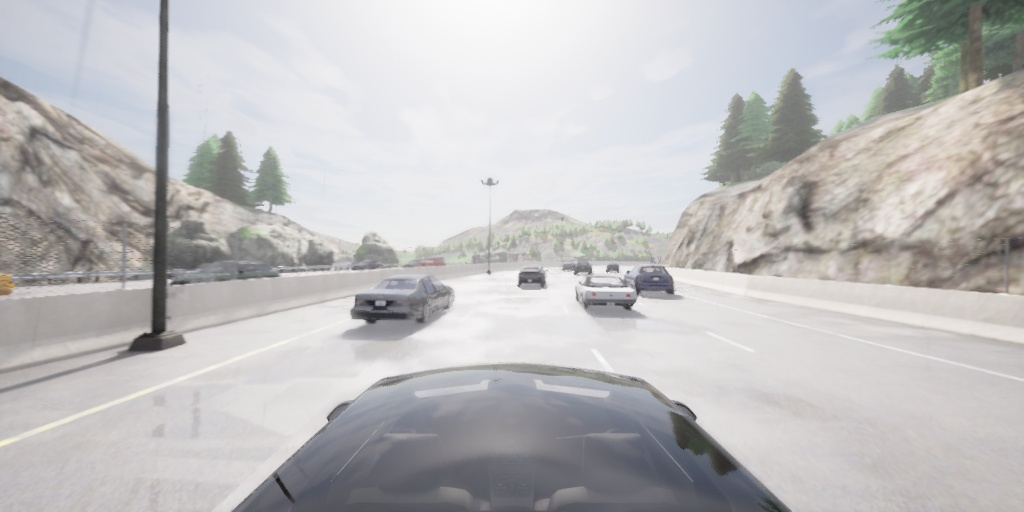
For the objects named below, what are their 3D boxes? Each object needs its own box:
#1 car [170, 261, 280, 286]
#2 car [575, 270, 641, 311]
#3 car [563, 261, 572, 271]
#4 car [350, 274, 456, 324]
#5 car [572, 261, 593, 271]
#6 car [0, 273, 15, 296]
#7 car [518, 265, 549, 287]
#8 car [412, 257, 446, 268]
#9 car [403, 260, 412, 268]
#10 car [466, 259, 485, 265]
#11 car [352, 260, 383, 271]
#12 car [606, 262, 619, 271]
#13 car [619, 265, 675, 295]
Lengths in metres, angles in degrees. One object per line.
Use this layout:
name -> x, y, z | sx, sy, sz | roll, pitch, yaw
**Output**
car -> -13.449, 1.023, 17.155 | 2.097, 1.767, 4.553 | 1, 0, 5
car -> 3.791, 1.465, 15.292 | 1.895, 1.301, 4.718 | 1, 0, 5
car -> 9.758, 1.655, 59.672 | 2.128, 1.511, 4.902 | 0, 0, 20
car -> -3.319, 1.312, 11.994 | 2.033, 1.411, 5.357 | 1, 0, 4
car -> 9.349, 1.442, 46.450 | 2.097, 1.767, 4.553 | 1, 0, 16
car -> -20.798, 1.037, 12.078 | 1.882, 1.535, 5.008 | 1, 0, 3
car -> 1.586, 1.401, 26.322 | 1.837, 1.490, 4.892 | -1, 0, 9
car -> -11.297, 1.090, 50.641 | 2.150, 2.045, 5.566 | 1, 0, 15
car -> -14.179, 1.202, 53.354 | 2.097, 1.767, 4.553 | 1, 0, 16
car -> -5.767, 1.175, 57.261 | 1.994, 1.385, 4.181 | 1, 0, 17
car -> -19.186, 1.266, 47.926 | 1.837, 1.490, 4.892 | 0, 0, 14
car -> 15.909, 1.723, 56.189 | 1.837, 1.490, 4.892 | -1, -1, 20
car -> 8.108, 1.300, 21.633 | 2.097, 1.767, 4.553 | 1, 0, 7
